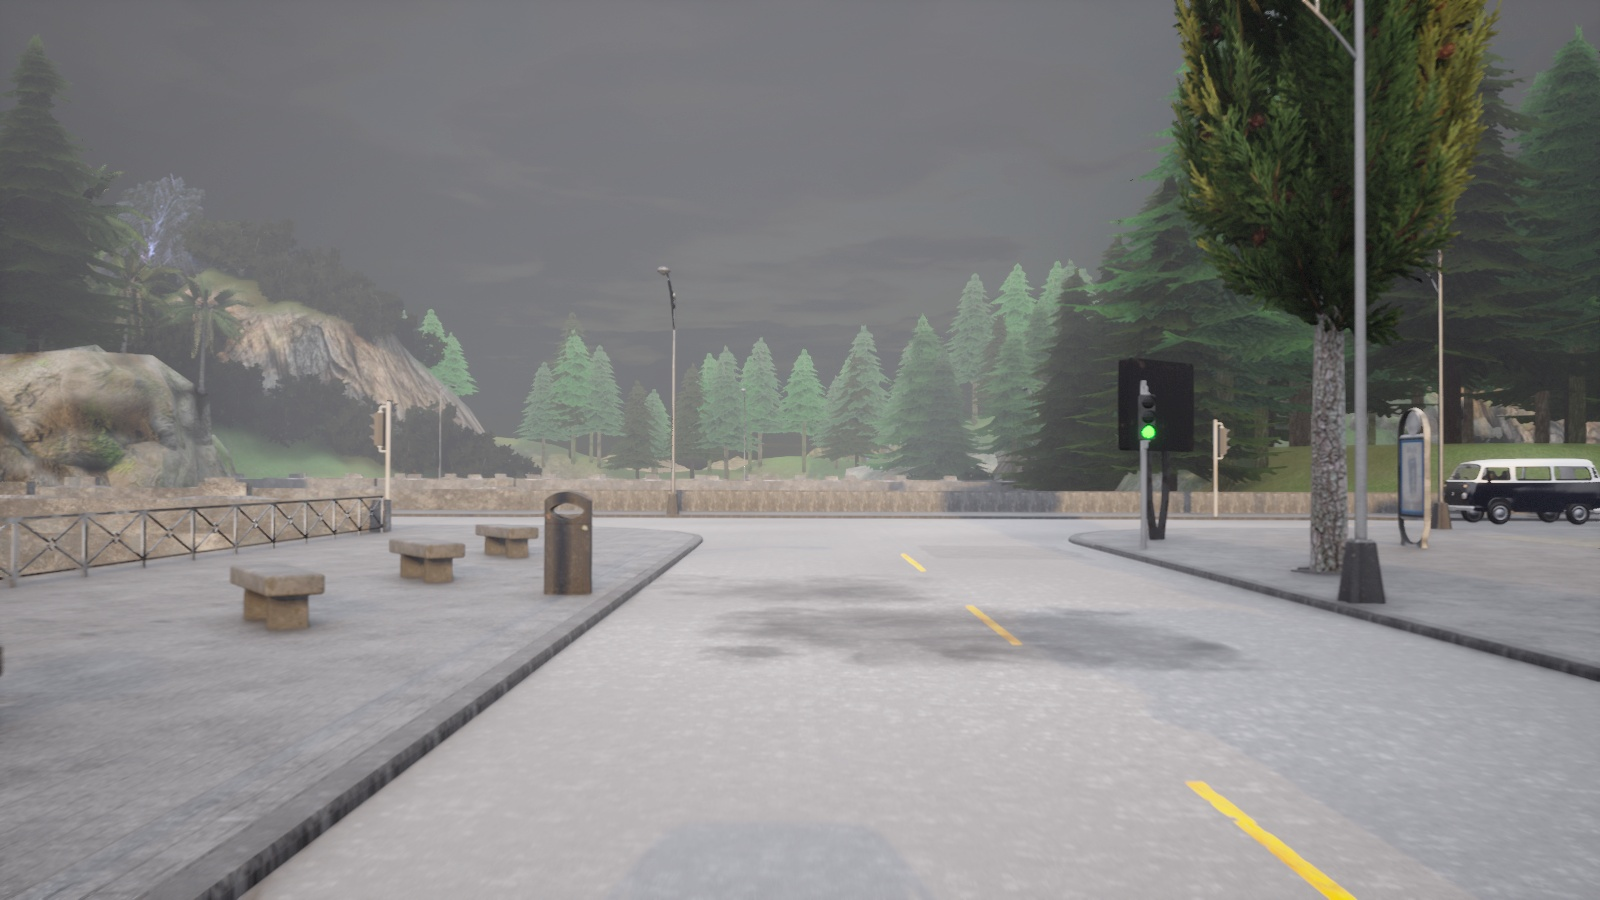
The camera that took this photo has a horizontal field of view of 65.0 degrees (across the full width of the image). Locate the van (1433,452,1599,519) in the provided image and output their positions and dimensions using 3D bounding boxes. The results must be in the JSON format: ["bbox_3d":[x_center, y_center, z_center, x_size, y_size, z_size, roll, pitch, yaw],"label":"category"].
[{"bbox_3d":[22.752,1.110,39.605,4.480,2.038,2.069,0,-1,0],"label":"van"}]
